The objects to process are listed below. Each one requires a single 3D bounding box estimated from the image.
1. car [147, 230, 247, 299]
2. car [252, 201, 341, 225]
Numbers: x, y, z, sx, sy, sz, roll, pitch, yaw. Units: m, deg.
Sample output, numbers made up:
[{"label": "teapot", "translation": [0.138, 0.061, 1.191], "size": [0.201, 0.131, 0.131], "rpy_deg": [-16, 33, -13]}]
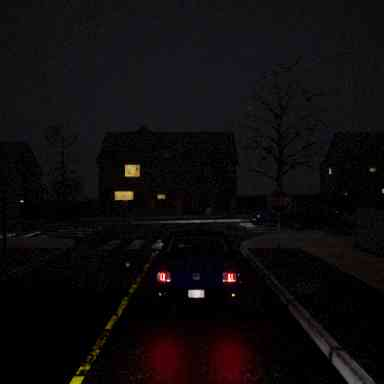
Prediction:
[{"label": "car", "translation": [0.151, 1.601, 8.392], "size": [1.895, 1.301, 4.718], "rpy_deg": [0, 0, 2]}, {"label": "car", "translation": [6.705, 1.322, 21.626], "size": [5.357, 1.411, 2.033], "rpy_deg": [-1, 1, 0]}]
